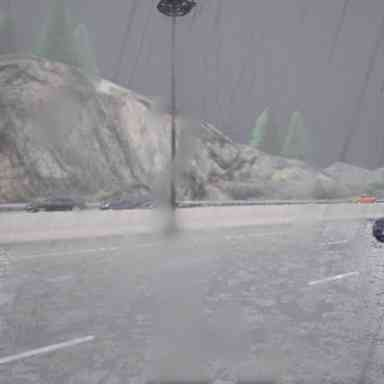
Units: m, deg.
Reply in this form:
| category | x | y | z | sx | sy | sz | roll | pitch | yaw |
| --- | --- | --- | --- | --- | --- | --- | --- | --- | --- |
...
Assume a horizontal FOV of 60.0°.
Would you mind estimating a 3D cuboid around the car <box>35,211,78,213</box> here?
| category | x | y | z | sx | sy | sz | roll | pitch | yaw |
| --- | --- | --- | --- | --- | --- | --- | --- | --- | --- |
| car | -11.969 | 1.168 | 29.631 | 4.892 | 1.490 | 1.837 | 0 | 0 | -33 |

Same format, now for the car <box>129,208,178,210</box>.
| category | x | y | z | sx | sy | sz | roll | pitch | yaw |
| --- | --- | --- | --- | --- | --- | --- | --- | --- | --- |
| car | -2.352 | 1.272 | 23.361 | 4.902 | 1.511 | 2.128 | 0 | 1 | -32 |

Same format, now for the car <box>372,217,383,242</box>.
| category | x | y | z | sx | sy | sz | roll | pitch | yaw |
| --- | --- | --- | --- | --- | --- | --- | --- | --- | --- |
| car | 9.725 | 1.463 | 14.334 | 4.674 | 1.442 | 1.812 | 0 | 0 | -30 |
